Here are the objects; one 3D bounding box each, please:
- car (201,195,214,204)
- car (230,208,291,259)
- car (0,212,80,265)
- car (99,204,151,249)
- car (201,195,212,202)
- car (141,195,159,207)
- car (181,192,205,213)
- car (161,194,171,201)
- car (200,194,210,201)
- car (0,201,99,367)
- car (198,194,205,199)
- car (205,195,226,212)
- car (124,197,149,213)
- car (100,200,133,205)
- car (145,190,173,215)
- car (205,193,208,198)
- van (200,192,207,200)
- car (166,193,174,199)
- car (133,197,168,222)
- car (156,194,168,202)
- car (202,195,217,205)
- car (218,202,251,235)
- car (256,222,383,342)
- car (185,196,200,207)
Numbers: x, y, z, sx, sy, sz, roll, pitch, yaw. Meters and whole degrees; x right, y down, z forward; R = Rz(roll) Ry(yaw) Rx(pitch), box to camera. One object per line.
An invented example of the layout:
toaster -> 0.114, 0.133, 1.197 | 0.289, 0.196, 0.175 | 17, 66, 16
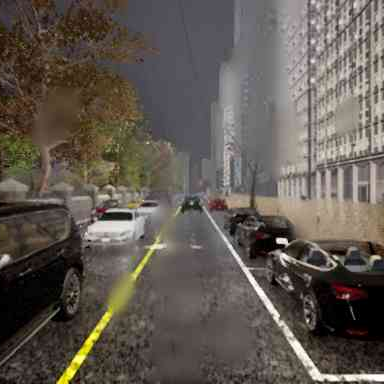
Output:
car -> 2.691, 1.222, 57.113 | 2.008, 1.369, 4.403 | 0, 0, 0
car -> 2.691, 1.490, 12.056 | 1.947, 1.339, 4.313 | 0, 0, 0
car -> -5.689, 1.505, 12.056 | 1.802, 1.307, 4.206 | 0, 0, 0
car -> -3.085, 1.436, 14.224 | 1.812, 1.442, 4.674 | 0, 0, 0
car -> 2.691, 1.224, 62.746 | 1.802, 1.307, 4.206 | 0, 0, 0
car -> -5.688, 1.170, 45.848 | 1.967, 1.590, 4.097 | 0, 0, 0
car -> 0.005, 1.145, 34.187 | 2.097, 1.767, 4.553 | 0, 0, 0
car -> -5.689, 1.130, 74.010 | 1.887, 1.381, 4.507 | 0, 0, 0
car -> 2.692, 1.196, 68.378 | 1.802, 1.307, 4.206 | 0, 0, 0
car -> -3.096, 1.194, 4.219 | 2.150, 2.045, 5.566 | 0, 0, 0
car -> 2.691, 1.093, 90.906 | 1.802, 1.307, 4.206 | 0, 0, 0
car -> 2.692, 1.337, 34.586 | 1.887, 1.381, 4.507 | 0, 0, 0
car -> -5.688, 1.318, 34.416 | 1.752, 1.417, 4.829 | 0, 0, 0
car -> -5.688, 1.296, 23.320 | 1.967, 1.590, 4.097 | 0, 0, 0
car -> -3.000, 0.846, 30.473 | 2.150, 2.045, 5.566 | 0, 0, 0
car -> 2.692, 1.201, 40.217 | 1.967, 1.590, 4.097 | 0, 0, 0
van -> 2.692, 0.901, 79.642 | 1.690, 1.788, 3.998 | 0, 0, 0
car -> -5.689, 1.061, 85.105 | 1.752, 1.417, 4.829 | 0, 0, 0
car -> -3.081, 1.373, 24.753 | 1.812, 1.442, 4.674 | 0, 0, 0
car -> -5.689, 1.186, 62.746 | 1.887, 1.381, 4.507 | 0, 0, 0
car -> 2.691, 1.251, 51.481 | 2.008, 1.369, 4.403 | 0, 0, 0
car -> 2.691, 1.456, 17.688 | 1.947, 1.339, 4.313 | 0, 0, 0
car -> 2.691, 1.525, 6.423 | 1.947, 1.339, 4.313 | 0, 0, 0
car -> 0.037, 1.289, 46.949 | 1.994, 1.385, 4.181 | 0, 0, 1
